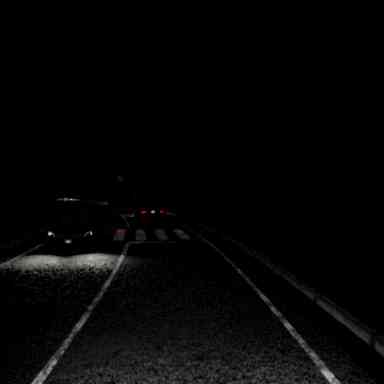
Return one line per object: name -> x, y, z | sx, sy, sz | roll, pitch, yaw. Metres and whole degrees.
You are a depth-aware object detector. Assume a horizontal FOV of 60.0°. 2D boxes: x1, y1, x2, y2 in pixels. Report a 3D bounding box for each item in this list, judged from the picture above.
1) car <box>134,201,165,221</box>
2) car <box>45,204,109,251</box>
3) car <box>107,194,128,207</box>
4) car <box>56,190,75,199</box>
car -> -3.378, 1.413, 25.698 | 2.033, 1.411, 5.357 | 1, 1, -15
car -> -4.752, 1.468, 14.146 | 1.812, 1.442, 4.674 | 0, 0, -9
car -> -9.401, 0.990, 41.768 | 2.128, 1.511, 4.902 | 1, 1, -25
car -> -20.460, 0.314, 53.657 | 2.033, 1.411, 5.357 | 2, 2, -34
